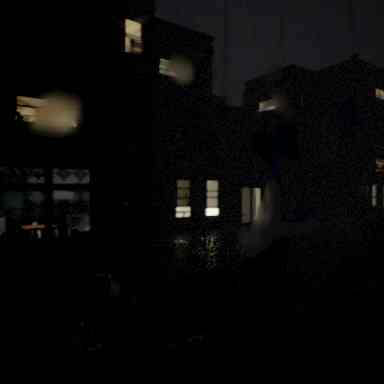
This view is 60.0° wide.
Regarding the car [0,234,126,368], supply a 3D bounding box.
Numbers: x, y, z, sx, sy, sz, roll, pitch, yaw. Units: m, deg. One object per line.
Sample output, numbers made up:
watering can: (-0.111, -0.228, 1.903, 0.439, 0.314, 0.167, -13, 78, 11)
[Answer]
car: (-3.069, 1.440, 4.375, 4.097, 1.590, 1.967, 0, -1, -35)
